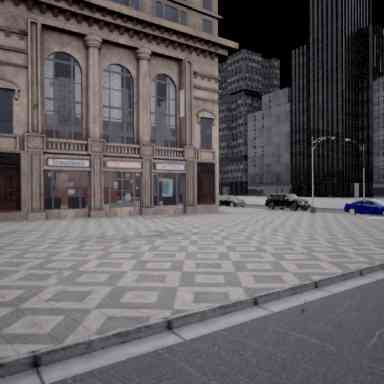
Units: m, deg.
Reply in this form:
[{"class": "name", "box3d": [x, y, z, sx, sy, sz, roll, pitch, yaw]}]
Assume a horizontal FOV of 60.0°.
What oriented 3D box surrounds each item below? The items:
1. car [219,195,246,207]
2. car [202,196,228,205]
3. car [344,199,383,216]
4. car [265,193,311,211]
[{"class": "car", "box3d": [5.539, 1.244, 47.203, 2.097, 1.767, 4.553, -1, 0, -34]}, {"class": "car", "box3d": [3.755, 1.441, 55.524, 1.895, 1.301, 4.718, -1, 0, -34]}, {"class": "car", "box3d": [16.680, 1.426, 30.701, 1.882, 1.535, 5.008, -1, 1, -35]}, {"class": "car", "box3d": [11.110, 1.142, 38.938, 2.150, 2.045, 5.566, -1, 0, -34]}]
